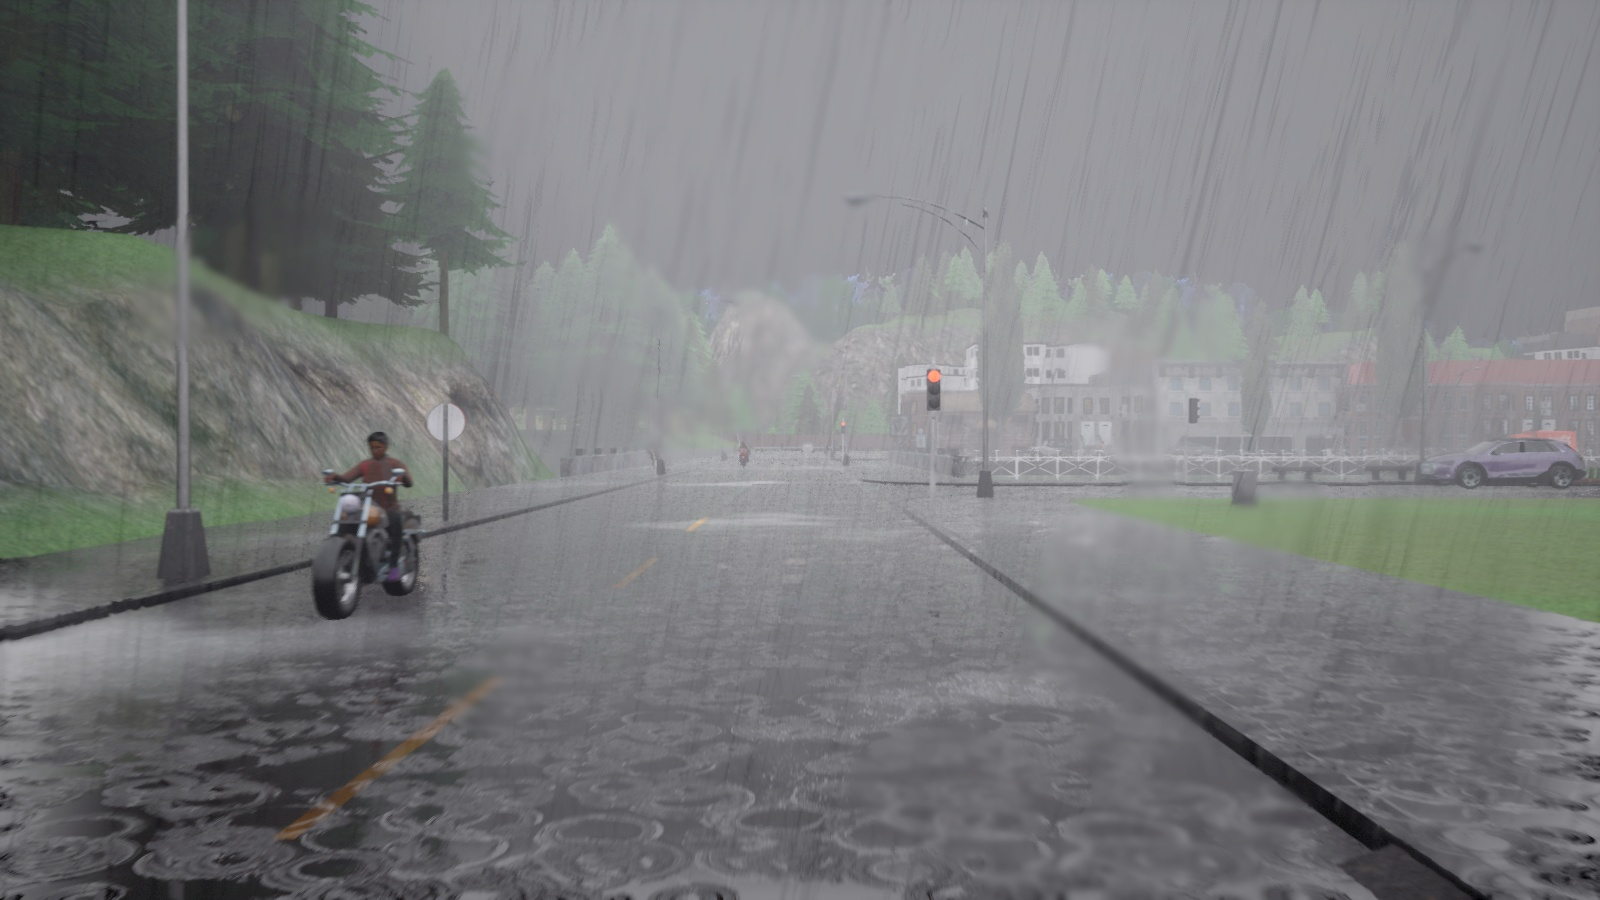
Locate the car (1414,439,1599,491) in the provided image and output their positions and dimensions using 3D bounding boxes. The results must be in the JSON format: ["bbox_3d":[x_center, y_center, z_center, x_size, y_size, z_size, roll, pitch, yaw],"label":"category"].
[{"bbox_3d":[22.982,0.464,40.987,4.856,1.649,2.033,0,0,0],"label":"car"}]

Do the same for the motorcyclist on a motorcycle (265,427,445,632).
[{"bbox_3d":[-3.917,0.630,11.294,0.766,1.649,2.350,0,1,0],"label":"motorcyclist on a motorcycle"}]
